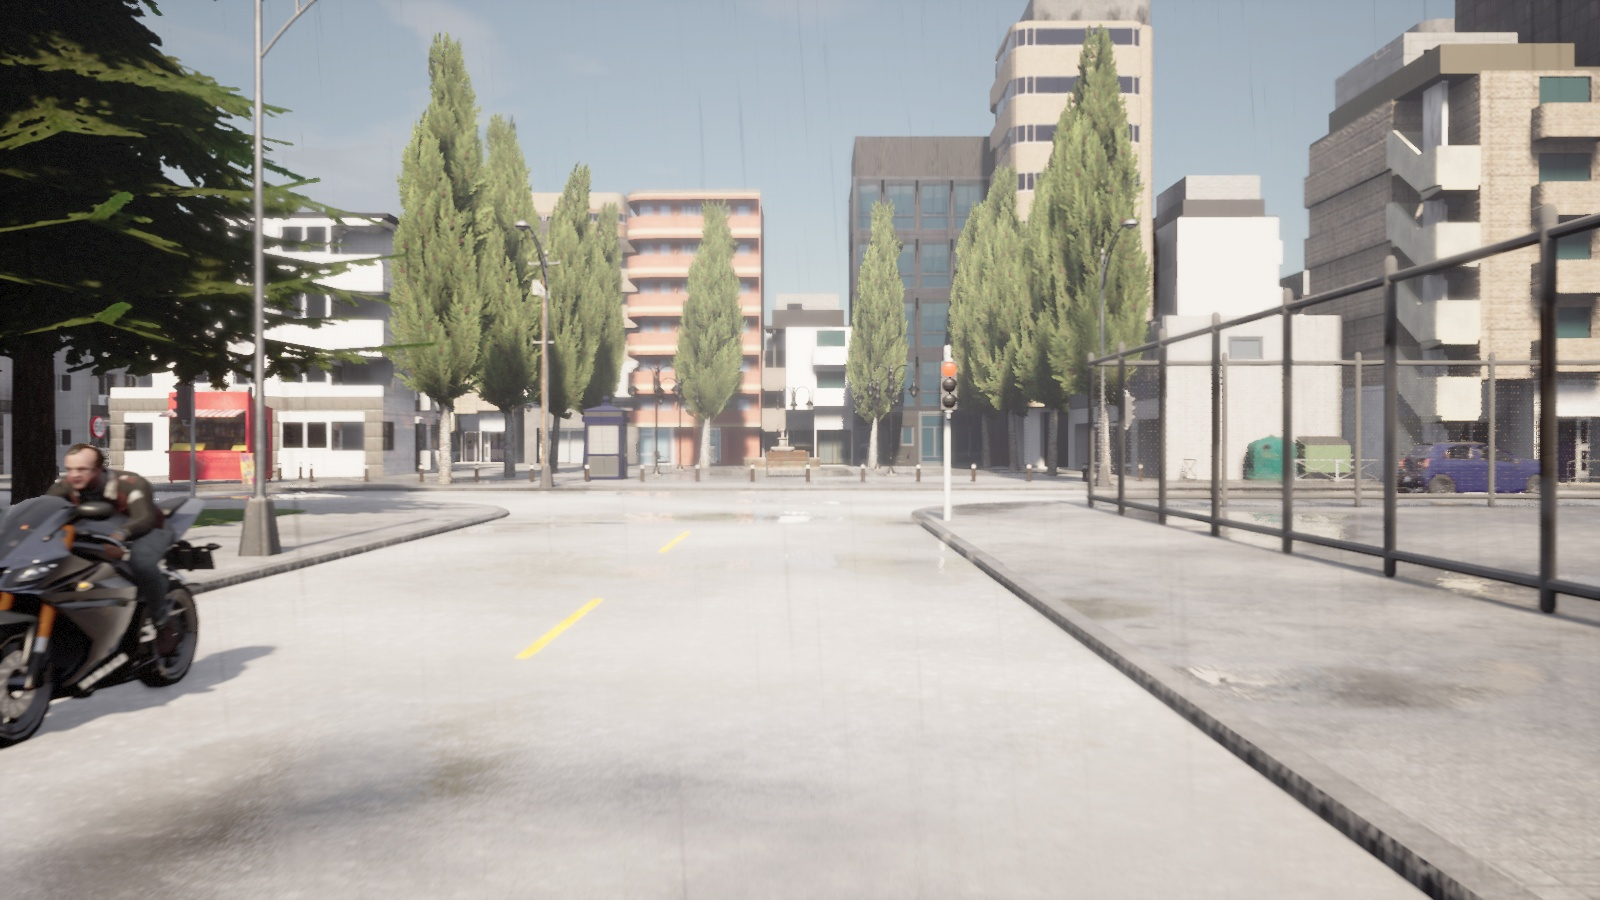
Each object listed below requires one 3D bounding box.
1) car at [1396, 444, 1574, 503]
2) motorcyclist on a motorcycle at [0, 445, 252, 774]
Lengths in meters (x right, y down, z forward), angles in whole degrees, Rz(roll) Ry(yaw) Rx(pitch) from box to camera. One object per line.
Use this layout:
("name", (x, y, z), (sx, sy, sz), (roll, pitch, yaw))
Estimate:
("car", (17.781, 0.590, 32.711), (3.633, 1.501, 1.845), (0, 0, 0))
("motorcyclist on a motorcycle", (-3.949, 0.739, 6.949), (0.866, 1.530, 2.191), (0, 0, 0))
